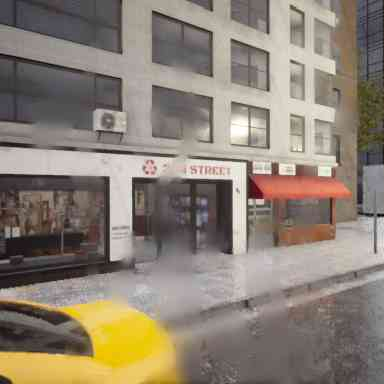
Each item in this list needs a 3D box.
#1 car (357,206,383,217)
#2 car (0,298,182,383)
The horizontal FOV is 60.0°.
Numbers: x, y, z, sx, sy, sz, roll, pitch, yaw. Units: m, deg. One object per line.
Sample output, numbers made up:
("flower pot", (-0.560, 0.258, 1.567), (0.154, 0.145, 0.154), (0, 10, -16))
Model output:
("car", (16.999, 1.601, 28.759), (2.033, 1.411, 5.357), (0, 0, -34))
("car", (-2.389, 1.478, 1.670), (5.008, 1.535, 1.882), (0, 0, -36))
